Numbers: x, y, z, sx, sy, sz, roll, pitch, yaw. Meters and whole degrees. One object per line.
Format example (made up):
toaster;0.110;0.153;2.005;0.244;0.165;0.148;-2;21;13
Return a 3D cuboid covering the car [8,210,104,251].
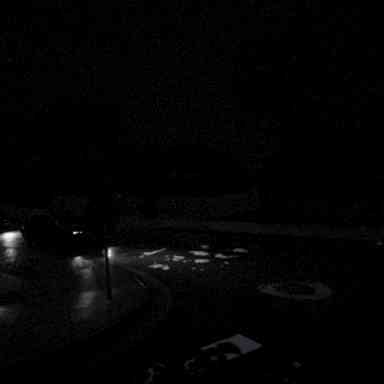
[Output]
car;-5.915;1.596;15.135;4.902;1.511;2.128;0;3;36

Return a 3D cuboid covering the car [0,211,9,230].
car;-13.206;1.642;20.848;4.892;1.490;1.837;0;4;40
